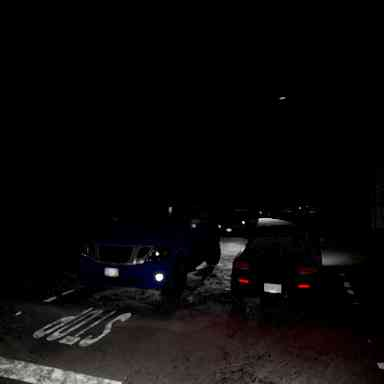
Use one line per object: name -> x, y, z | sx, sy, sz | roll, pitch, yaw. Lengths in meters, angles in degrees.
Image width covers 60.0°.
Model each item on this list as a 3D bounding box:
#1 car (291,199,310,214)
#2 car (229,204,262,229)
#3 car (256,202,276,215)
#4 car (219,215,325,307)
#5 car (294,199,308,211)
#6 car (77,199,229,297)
car -> 12.204, 1.693, 37.380 | 1.994, 1.385, 4.181 | 0, -1, 19
car -> 2.566, 1.605, 18.851 | 1.895, 1.301, 4.718 | 0, 0, 19
car -> 6.490, 1.605, 30.334 | 1.994, 1.385, 4.181 | 0, 0, 19
car -> 2.162, 1.528, 8.034 | 1.812, 1.442, 4.674 | 0, 0, 19
car -> 15.379, 1.743, 46.883 | 1.882, 1.535, 5.008 | 0, -1, 19
car -> -0.717, 1.224, 9.141 | 2.150, 2.045, 5.566 | 0, 0, 18
